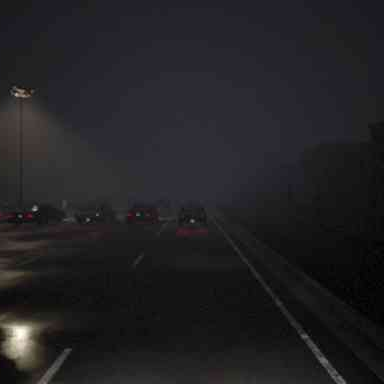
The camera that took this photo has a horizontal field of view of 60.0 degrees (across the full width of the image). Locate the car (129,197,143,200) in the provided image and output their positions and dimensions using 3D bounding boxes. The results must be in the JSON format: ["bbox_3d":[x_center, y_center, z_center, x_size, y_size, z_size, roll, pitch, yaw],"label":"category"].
[{"bbox_3d":[-6.976,1.409,41.659,1.882,1.535,5.008,0,0,0],"label":"car"}]

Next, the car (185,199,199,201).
[{"bbox_3d":[0.022,1.494,40.518,1.994,1.385,4.181,0,0,0],"label":"car"}]

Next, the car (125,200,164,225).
[{"bbox_3d":[-3.454,1.508,23.776,2.033,1.411,5.357,0,0,0],"label":"car"}]

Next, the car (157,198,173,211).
[{"bbox_3d":[-3.477,1.439,40.234,1.837,1.490,4.892,0,1,0],"label":"car"}]

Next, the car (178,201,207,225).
[{"bbox_3d":[0.045,1.560,23.475,1.895,1.301,4.718,0,0,0],"label":"car"}]

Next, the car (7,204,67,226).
[{"bbox_3d":[-10.460,1.514,22.798,2.033,1.411,5.357,0,0,0],"label":"car"}]

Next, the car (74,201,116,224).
[{"bbox_3d":[-6.954,1.562,24.495,1.895,1.301,4.718,0,0,0],"label":"car"}]

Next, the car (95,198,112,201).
[{"bbox_3d":[-10.478,1.444,39.668,1.837,1.490,4.892,0,1,0],"label":"car"}]
